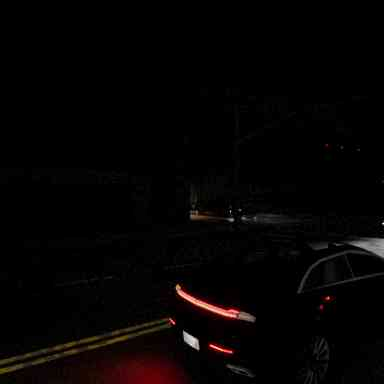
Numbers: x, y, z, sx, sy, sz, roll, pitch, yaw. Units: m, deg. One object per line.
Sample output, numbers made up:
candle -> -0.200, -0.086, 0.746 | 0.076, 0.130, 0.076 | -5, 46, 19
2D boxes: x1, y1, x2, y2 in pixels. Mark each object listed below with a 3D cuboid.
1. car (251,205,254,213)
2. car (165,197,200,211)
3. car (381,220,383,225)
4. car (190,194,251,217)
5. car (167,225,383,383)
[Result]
car -> 4.264, 1.477, 34.820 | 1.882, 1.535, 5.008 | 0, 0, -37
car -> -1.274, 1.491, 42.241 | 2.128, 1.511, 4.902 | 0, 0, -37
car -> 11.430, 1.600, 16.801 | 4.718, 1.301, 1.895 | 0, 0, -37
car -> 2.546, 1.221, 31.277 | 2.150, 2.045, 5.566 | 0, 0, -36
car -> 1.964, 1.491, 5.231 | 4.902, 1.511, 2.128 | 0, 0, -35
